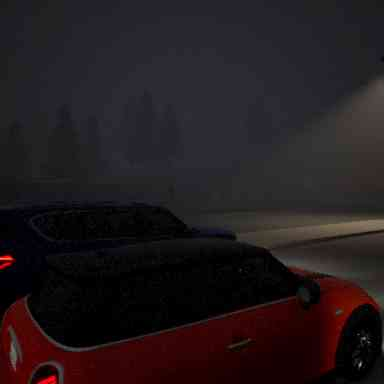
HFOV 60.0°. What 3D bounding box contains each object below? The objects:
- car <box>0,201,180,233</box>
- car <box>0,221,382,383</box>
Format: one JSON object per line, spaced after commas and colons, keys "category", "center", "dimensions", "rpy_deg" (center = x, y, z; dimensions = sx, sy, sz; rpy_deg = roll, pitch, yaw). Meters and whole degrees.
{"category": "car", "center": [-1.402, 1.221, 7.048], "dimensions": [5.566, 2.045, 2.150], "rpy_deg": [0, 0, -35]}
{"category": "car", "center": [0.274, 1.353, 3.948], "dimensions": [4.553, 1.767, 2.097], "rpy_deg": [0, 0, -35]}
